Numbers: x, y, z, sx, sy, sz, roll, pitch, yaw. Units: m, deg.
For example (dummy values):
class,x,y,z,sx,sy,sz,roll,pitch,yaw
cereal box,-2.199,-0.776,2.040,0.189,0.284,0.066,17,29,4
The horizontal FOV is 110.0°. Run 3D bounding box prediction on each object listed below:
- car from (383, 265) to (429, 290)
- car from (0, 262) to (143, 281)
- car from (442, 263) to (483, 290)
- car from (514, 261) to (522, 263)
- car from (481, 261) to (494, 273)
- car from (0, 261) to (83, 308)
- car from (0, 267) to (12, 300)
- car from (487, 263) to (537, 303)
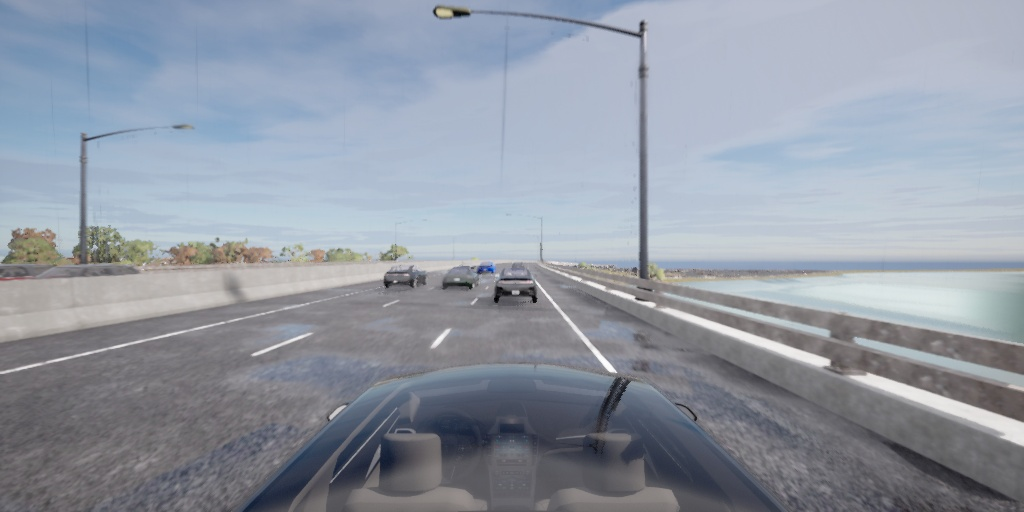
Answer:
class,x,y,z,sx,sy,sz,roll,pitch,yaw
car,-6.753,1.307,23.292,2.128,1.511,4.902,0,0,1
car,-17.452,1.139,14.389,2.097,1.767,4.553,0,0,0
car,-3.248,1.383,23.414,1.994,1.385,4.181,0,0,1
car,0.973,1.536,55.850,1.994,1.385,4.181,0,0,2
car,-2.901,1.376,42.307,1.882,1.535,5.008,0,0,1
car,-20.953,1.123,14.367,2.097,1.767,4.553,0,0,0
car,-24.453,1.258,14.354,1.882,1.535,5.008,0,0,0
car,0.176,1.291,17.153,2.128,1.511,4.902,0,0,1
